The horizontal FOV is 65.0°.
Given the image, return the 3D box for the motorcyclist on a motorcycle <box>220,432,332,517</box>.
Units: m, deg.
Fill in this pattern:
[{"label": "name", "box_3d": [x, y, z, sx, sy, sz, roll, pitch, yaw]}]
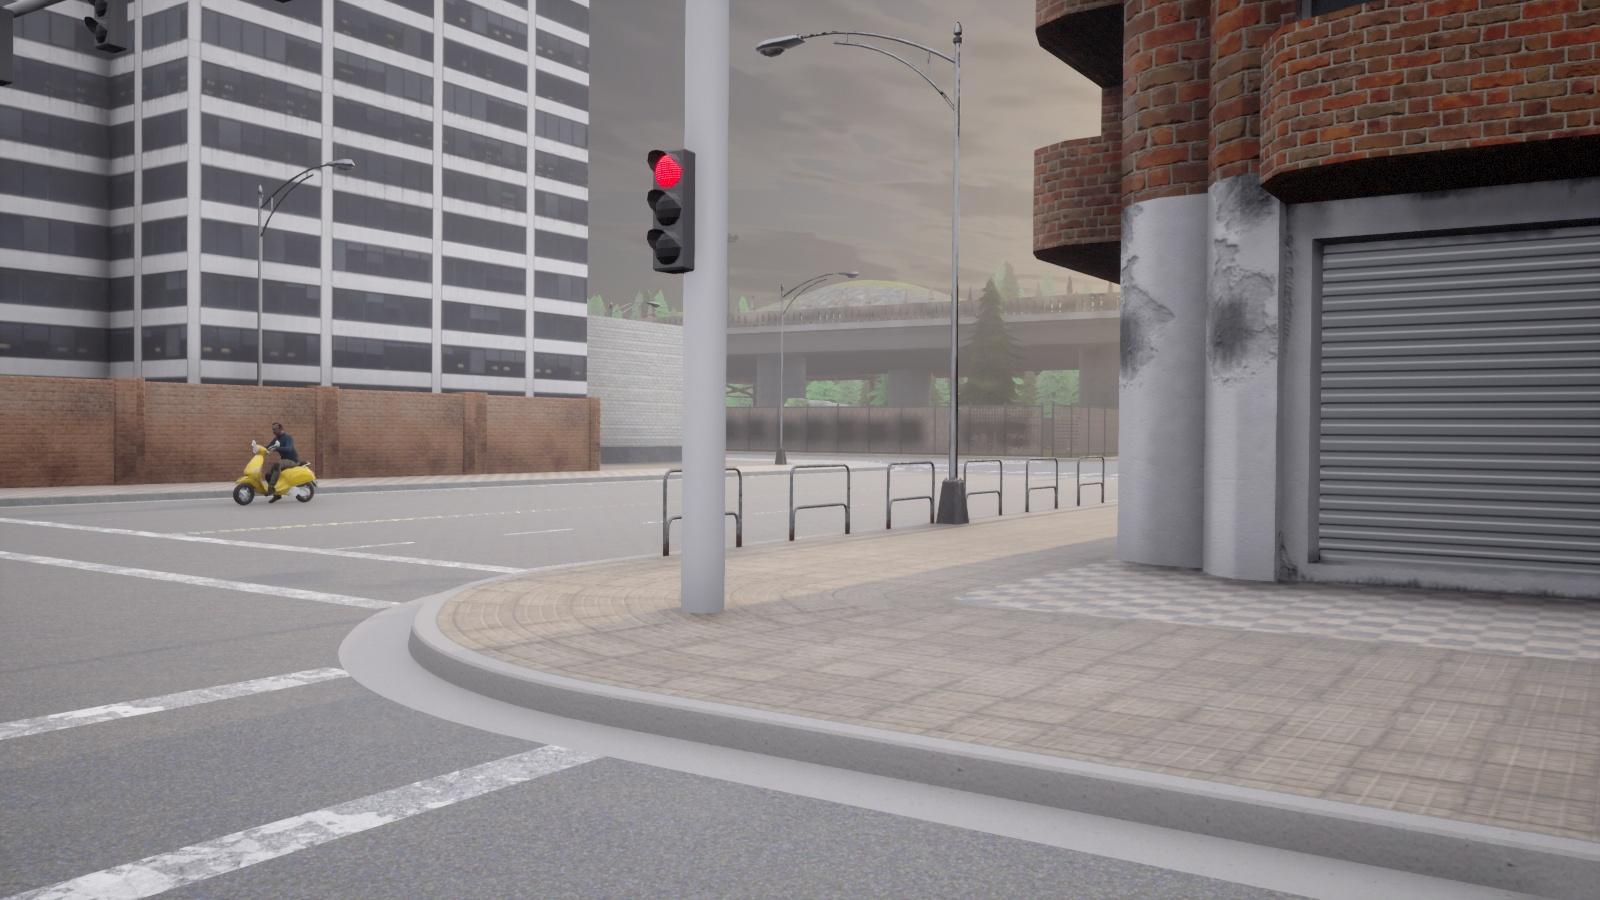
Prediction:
[{"label": "motorcyclist on a motorcycle", "box_3d": [-10.189, 0.443, 24.478, 0.866, 1.590, 1.817, 0, 1, 33]}]
